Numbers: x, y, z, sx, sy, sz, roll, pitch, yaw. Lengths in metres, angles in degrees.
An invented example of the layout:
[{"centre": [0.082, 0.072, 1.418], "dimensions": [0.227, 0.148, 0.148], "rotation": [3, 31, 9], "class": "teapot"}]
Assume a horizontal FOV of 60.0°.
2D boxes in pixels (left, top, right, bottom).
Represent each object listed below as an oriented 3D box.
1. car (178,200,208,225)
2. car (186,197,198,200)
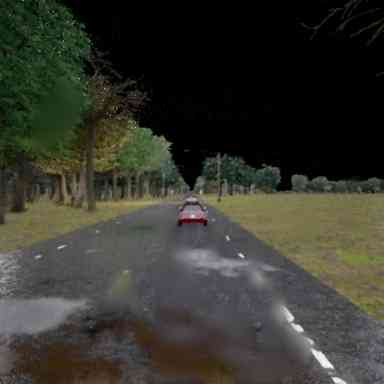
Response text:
[{"centre": [0.047, 1.521, 23.368], "dimensions": [1.994, 1.385, 4.181], "rotation": [0, 0, 0], "class": "car"}, {"centre": [-0.009, 1.411, 41.180], "dimensions": [1.882, 1.535, 5.008], "rotation": [0, 0, 0], "class": "car"}]
